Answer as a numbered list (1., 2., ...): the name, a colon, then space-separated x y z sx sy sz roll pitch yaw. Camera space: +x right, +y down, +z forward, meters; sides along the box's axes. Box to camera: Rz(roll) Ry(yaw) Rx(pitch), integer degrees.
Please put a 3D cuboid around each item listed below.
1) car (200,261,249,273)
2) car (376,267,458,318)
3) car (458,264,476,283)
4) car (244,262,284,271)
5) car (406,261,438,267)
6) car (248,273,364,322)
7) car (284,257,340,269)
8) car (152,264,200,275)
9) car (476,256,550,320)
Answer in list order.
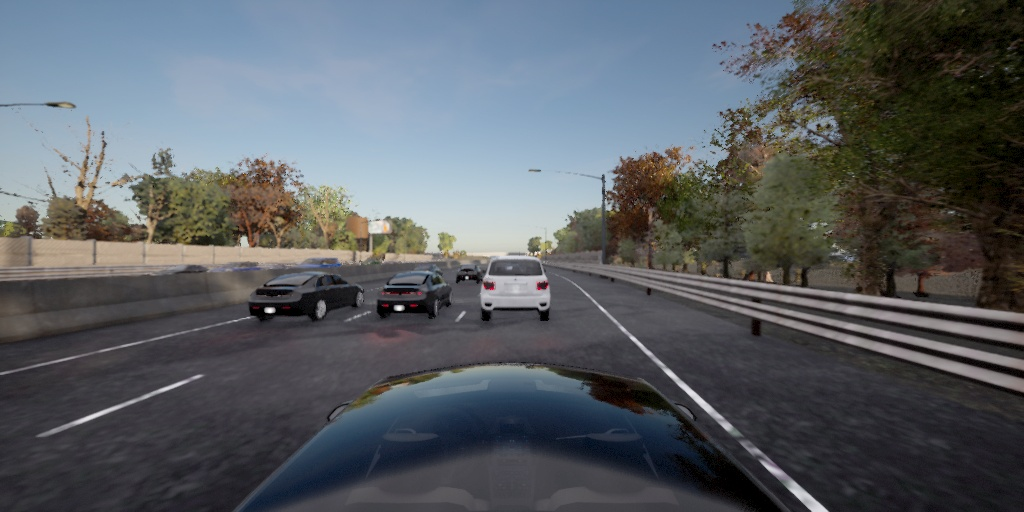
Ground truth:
1. car: -24.587 1.276 32.001 2.097 1.767 4.553 0 0 0
2. car: -3.400 1.320 13.233 1.837 1.490 4.892 0 0 0
3. car: -3.397 1.415 29.440 1.837 1.490 4.892 0 0 0
4. car: -21.088 1.488 31.938 1.994 1.385 4.181 0 0 0
5. car: -6.897 1.401 29.395 2.128 1.511 4.902 0 0 0
6. car: -6.901 1.315 12.645 1.837 1.490 4.892 0 0 0
7. car: -17.590 1.149 32.418 2.150 2.045 5.566 0 0 0
8. car: -27.913 1.440 30.514 1.812 1.442 4.674 0 0 -1
9. car: 0.093 1.035 13.030 2.150 2.045 5.566 0 0 0
